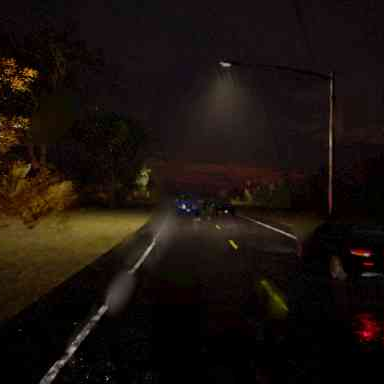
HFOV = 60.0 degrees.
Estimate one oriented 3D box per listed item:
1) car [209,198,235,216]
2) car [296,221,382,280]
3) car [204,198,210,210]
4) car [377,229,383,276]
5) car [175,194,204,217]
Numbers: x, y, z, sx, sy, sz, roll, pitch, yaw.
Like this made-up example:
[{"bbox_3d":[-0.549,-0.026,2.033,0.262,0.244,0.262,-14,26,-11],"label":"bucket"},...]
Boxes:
[{"bbox_3d":[3.119,1.598,33.518,1.837,1.490,4.892,1,0,-2],"label":"car"},{"bbox_3d":[4.635,1.597,10.018,1.812,1.442,4.674,0,0,0],"label":"car"},{"bbox_3d":[2.430,1.594,45.652,2.128,1.511,4.902,1,0,-4],"label":"car"},{"bbox_3d":[4.589,1.541,3.984,1.882,1.535,5.008,1,0,1],"label":"car"},{"bbox_3d":[-0.407,1.272,32.239,2.150,2.045,5.566,1,0,-3],"label":"car"}]
